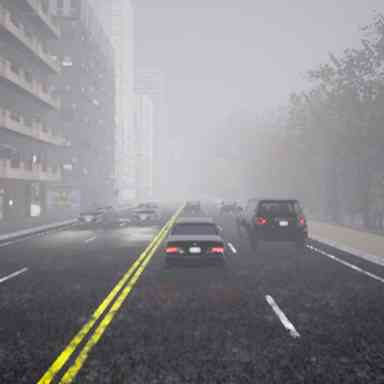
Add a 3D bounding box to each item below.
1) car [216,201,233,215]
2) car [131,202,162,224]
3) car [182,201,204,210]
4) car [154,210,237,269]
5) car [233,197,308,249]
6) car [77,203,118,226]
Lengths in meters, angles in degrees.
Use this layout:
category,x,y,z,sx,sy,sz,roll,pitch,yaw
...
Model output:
category,x,y,z,sx,sy,sz,roll,pitch,yaw
car,3.354,1.536,31.057,2.128,1.511,4.902,0,0,0
car,-3.341,1.527,25.253,2.128,1.511,4.902,0,0,0
car,0.104,1.536,31.064,2.128,1.511,4.902,0,0,0
car,0.089,1.562,11.169,2.033,1.411,5.357,0,0,0
car,3.350,1.242,14.834,2.150,2.045,5.566,0,0,0
car,-6.594,1.525,23.590,2.128,1.511,4.902,0,0,0
